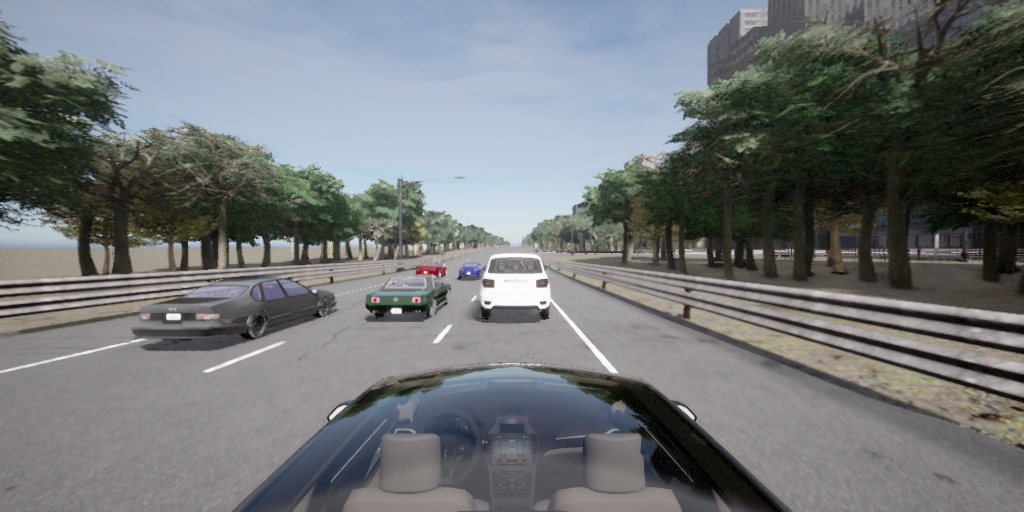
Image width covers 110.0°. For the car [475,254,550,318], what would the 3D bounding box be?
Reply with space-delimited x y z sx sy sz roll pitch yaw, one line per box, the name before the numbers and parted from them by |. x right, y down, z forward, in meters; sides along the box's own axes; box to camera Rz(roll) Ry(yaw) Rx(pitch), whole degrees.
car | 0.094 0.945 12.912 2.150 2.045 5.566 0 0 0

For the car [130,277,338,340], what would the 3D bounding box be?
car | -6.904 1.279 9.824 2.033 1.411 5.357 0 0 0

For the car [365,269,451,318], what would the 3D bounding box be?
car | -3.406 1.325 12.801 1.895 1.301 4.718 0 0 0

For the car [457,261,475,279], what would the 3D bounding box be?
car | -3.416 1.179 30.600 1.812 1.442 4.674 0 0 0

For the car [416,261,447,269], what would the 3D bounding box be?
car | -6.915 1.127 31.116 1.882 1.535 5.008 0 0 0
